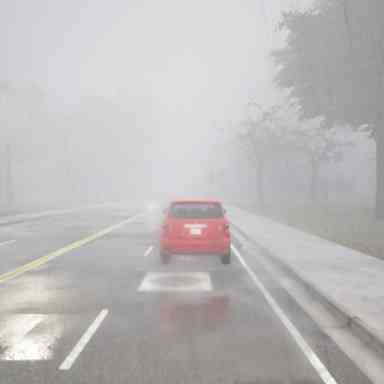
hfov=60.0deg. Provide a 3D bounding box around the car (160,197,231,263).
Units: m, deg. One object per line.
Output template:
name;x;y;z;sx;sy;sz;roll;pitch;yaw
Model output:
car;0.103;1.196;11.923;2.150;2.045;5.566;0;0;0

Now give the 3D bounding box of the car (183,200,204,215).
car;0.108;1.510;33.832;1.994;1.385;4.181;0;0;0
